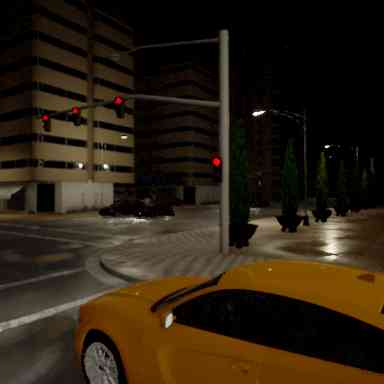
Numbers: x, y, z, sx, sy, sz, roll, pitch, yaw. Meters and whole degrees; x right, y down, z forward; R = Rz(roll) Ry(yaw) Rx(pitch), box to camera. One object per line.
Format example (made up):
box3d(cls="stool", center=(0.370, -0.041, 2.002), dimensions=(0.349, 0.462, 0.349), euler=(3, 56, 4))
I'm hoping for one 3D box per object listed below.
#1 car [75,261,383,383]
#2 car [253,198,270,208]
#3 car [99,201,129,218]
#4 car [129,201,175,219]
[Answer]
box3d(cls="car", center=(0.862, 1.483, 3.392), dimensions=(5.008, 1.535, 1.882), euler=(0, 0, 36))
box3d(cls="car", center=(10.195, 1.642, 50.433), dimensions=(2.128, 1.511, 4.902), euler=(0, 0, 36))
box3d(cls="car", center=(-6.703, 1.644, 32.451), dimensions=(1.882, 1.535, 5.008), euler=(0, 0, 35))
box3d(cls="car", center=(-3.454, 1.714, 30.990), dimensions=(1.994, 1.385, 4.181), euler=(0, 0, 35))
